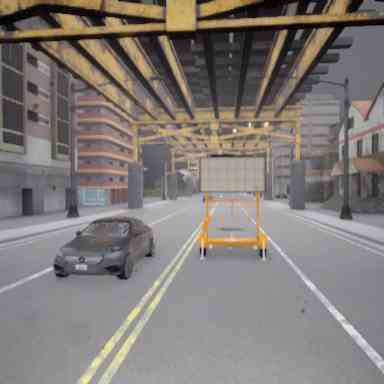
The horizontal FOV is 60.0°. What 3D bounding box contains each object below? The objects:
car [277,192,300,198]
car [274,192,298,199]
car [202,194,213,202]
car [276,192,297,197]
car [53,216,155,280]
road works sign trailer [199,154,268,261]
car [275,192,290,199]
[{"bbox_3d":[21.204,0.641,73.347,4.536,1.218,1.853,0,1,-14],"label":"car"},{"bbox_3d":[21.909,0.740,77.438,4.974,1.542,2.038,0,1,31],"label":"car"},{"bbox_3d":[2.891,1.109,59.805,2.033,1.411,5.357,0,1,6],"label":"car"},{"bbox_3d":[21.953,0.583,77.410,4.536,1.218,1.853,0,1,31],"label":"car"},{"bbox_3d":[-2.358,1.498,10.096,1.812,1.442,4.674,0,0,6],"label":"car"},{"bbox_3d":[1.482,0.430,12.255,2.380,3.560,2.880,0,0,6],"label":"road works sign trailer"},{"bbox_3d":[21.154,0.799,73.336,4.974,1.542,2.038,0,1,-14],"label":"car"}]
